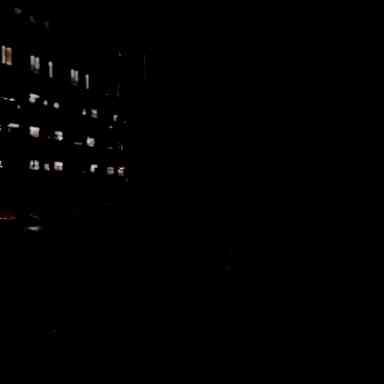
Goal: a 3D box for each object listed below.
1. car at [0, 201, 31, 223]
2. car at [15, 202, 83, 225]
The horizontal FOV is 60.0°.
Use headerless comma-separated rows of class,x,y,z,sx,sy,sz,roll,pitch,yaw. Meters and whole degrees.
car,-15.265,1.658,26.993,2.192,1.841,5.009,-2,-2,35
car,-11.542,1.855,27.768,1.882,1.535,5.008,0,-1,35
